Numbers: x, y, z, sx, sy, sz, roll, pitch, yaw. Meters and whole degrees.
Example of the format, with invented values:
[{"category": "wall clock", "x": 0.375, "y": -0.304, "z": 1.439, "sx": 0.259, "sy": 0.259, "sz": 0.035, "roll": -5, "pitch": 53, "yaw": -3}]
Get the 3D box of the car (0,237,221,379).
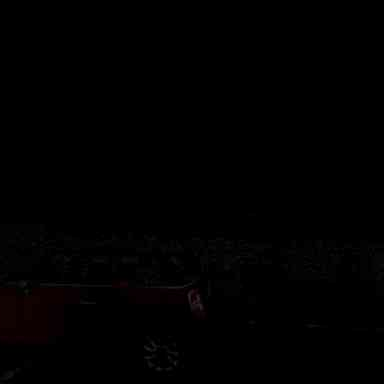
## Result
[{"category": "car", "x": -1.664, "y": 1.465, "z": 5.148, "sx": 4.097, "sy": 1.590, "sz": 1.967, "roll": 0, "pitch": 0, "yaw": 10}]
